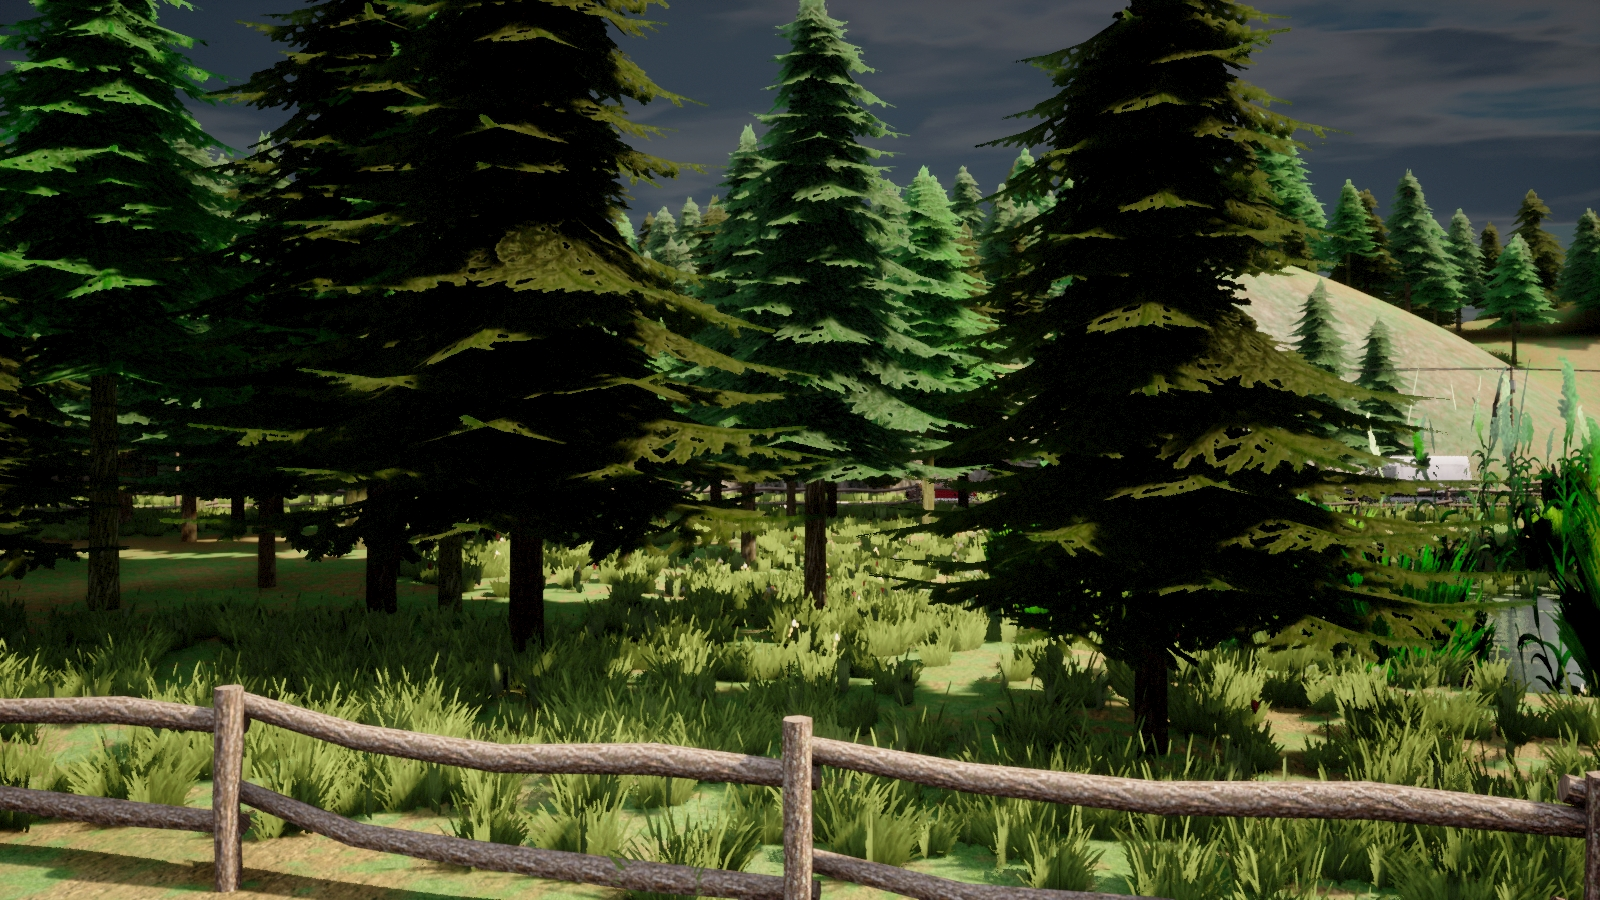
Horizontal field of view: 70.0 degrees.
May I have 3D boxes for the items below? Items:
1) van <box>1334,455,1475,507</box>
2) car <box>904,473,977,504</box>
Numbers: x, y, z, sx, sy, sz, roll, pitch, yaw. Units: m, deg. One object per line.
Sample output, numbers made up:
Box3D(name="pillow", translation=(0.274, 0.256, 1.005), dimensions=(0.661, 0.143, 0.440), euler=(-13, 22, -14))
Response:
Box3D(name="van", translation=(30.344, 1.535, 57.499), dimensions=(5.915, 2.561, 1.988), euler=(0, 0, 7))
Box3D(name="car", translation=(7.359, 2.026, 59.954), dimensions=(3.705, 1.549, 1.789), euler=(0, 0, 3))
